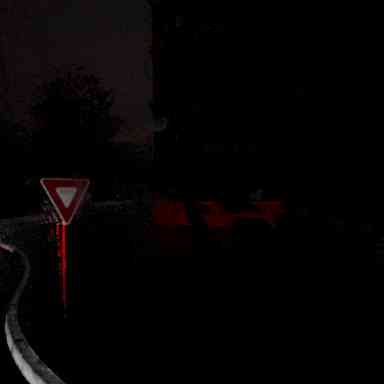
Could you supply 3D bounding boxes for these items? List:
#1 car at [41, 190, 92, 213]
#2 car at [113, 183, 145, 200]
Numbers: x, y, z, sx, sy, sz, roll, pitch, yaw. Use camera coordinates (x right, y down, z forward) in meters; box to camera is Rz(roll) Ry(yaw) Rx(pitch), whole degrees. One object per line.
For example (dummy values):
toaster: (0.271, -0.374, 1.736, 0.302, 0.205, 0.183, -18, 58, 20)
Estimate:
car: (-12.839, 0.936, 34.322, 2.150, 2.045, 5.566, -1, 5, 25)
car: (-8.380, -0.111, 44.710, 2.150, 2.045, 5.566, -1, 5, 22)
